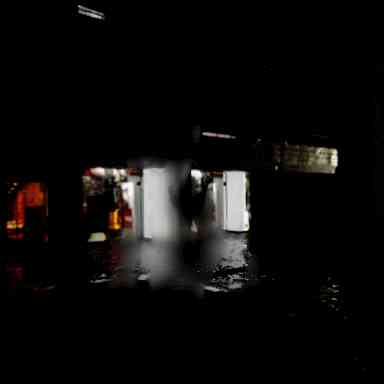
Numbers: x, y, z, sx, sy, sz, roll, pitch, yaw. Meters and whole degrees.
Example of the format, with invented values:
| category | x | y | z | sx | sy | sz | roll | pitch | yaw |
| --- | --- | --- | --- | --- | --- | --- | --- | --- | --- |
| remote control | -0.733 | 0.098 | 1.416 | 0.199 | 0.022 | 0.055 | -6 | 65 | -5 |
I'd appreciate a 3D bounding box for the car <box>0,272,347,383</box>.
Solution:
| category | x | y | z | sx | sy | sz | roll | pitch | yaw |
| --- | --- | --- | --- | --- | --- | --- | --- | --- | --- |
| car | -0.890 | 1.478 | 2.436 | 5.008 | 1.535 | 1.882 | 0 | 0 | -35 |
